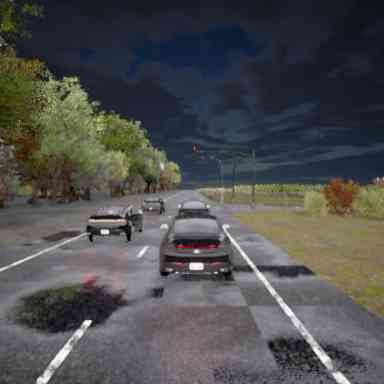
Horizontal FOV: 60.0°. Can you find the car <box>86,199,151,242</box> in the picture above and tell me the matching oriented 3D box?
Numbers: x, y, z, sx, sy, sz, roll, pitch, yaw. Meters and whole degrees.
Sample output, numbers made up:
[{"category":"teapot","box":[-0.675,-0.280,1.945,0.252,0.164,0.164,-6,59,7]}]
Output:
[{"category":"car","box":[-3.394,1.315,15.396,2.128,1.511,4.902,0,1,0]}]

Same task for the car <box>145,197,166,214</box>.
[{"category":"car","box":[-3.390,1.150,29.903,2.128,1.511,4.902,0,1,0]}]

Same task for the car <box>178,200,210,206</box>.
[{"category":"car","box":[0.110,1.239,20.822,1.882,1.535,5.008,0,1,0]}]

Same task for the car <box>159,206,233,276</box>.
[{"category":"car","box":[0.103,1.392,9.908,1.837,1.490,4.892,0,1,0]}]
